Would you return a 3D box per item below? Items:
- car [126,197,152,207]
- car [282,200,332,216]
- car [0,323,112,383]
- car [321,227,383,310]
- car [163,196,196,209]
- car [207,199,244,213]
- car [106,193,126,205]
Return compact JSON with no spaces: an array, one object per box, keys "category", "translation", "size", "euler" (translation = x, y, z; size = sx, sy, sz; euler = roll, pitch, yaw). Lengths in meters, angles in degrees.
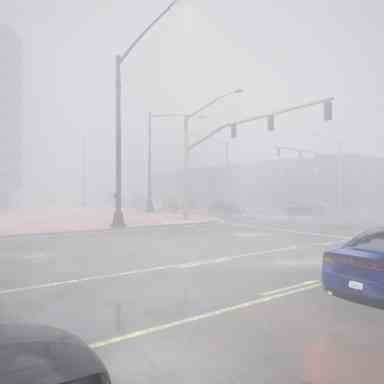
[{"category":"car","translation":[-7.979,1.492,52.621],"size":[2.128,1.511,4.902],"euler":[0,0,-35]},{"category":"car","translation":[11.108,1.526,32.289],"size":[4.674,1.442,1.812],"euler":[0,1,39]},{"category":"car","translation":[-2.842,1.505,1.727],"size":[4.892,1.490,1.837],"euler":[0,0,-35]},{"category":"car","translation":[4.890,1.478,7.235],"size":[5.008,1.535,1.882],"euler":[0,0,-35]},{"category":"car","translation":[-1.994,1.352,44.219],"size":[2.097,1.767,4.553],"euler":[0,0,-35]},{"category":"car","translation":[3.602,1.492,36.379],"size":[2.128,1.511,4.902],"euler":[0,0,-35]},{"category":"car","translation":[-13.990,1.220,61.126],"size":[2.150,2.045,5.566],"euler":[0,0,-37]}]
